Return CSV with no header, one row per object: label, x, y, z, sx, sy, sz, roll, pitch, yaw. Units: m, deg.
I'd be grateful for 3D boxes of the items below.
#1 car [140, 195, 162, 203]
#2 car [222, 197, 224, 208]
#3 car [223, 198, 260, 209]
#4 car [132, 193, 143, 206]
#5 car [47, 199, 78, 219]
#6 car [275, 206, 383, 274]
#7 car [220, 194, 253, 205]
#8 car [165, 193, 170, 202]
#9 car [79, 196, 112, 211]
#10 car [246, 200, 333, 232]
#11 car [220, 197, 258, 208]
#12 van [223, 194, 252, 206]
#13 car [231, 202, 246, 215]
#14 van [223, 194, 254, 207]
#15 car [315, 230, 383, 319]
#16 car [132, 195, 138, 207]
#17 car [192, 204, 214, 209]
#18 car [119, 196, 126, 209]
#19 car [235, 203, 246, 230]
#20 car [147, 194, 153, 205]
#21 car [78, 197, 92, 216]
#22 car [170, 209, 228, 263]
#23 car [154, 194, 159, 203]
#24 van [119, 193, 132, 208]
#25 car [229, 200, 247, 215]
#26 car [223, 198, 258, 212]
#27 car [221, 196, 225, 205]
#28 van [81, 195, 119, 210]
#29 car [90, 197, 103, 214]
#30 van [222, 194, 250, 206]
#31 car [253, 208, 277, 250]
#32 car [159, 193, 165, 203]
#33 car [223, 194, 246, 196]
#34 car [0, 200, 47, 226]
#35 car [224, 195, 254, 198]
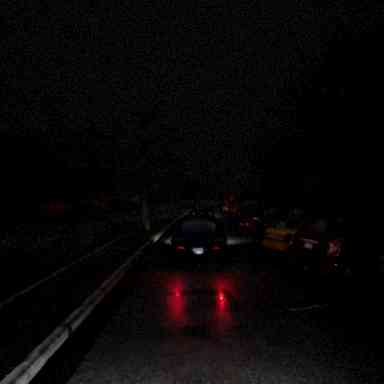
car,-9.095,1.534,73.631,4.553,1.767,2.185,-1,0,-15
car,6.155,1.564,35.571,4.892,1.521,2.231,1,0,-16
car,7.079,1.619,47.441,4.792,1.488,2.163,1,0,-16
car,-10.818,1.359,52.642,5.566,2.045,2.435,-1,0,-16
car,-12.528,1.423,28.613,4.553,1.767,2.185,-1,0,-17
car,4.901,1.381,8.926,4.553,1.767,2.185,1,0,-19
car,8.239,1.371,62.278,5.566,2.045,2.435,1,0,-16
car,-8.635,1.675,79.632,5.008,1.535,2.097,-1,0,-15
car,-12.124,1.573,37.589,5.366,1.575,1.946,-1,0,-16
car,5.115,1.394,14.860,4.553,1.767,2.185,1,0,-18
car,7.104,1.590,50.345,5.366,1.575,1.946,1,0,-16
van,7.637,1.381,56.299,4.442,1.987,1.878,1,0,-15
car,5.277,1.561,20.759,4.792,1.488,2.163,1,0,-17
van,7.407,1.375,53.329,4.442,1.987,1.878,1,0,-16
car,4.875,1.541,5.973,4.674,1.452,2.002,1,0,-19
car,-11.029,1.603,49.657,5.008,1.535,2.097,-1,0,-15
car,0.919,1.667,27.588,1.895,1.301,4.718,0,0,3
car,-11.522,1.618,43.644,4.792,1.488,2.163,-1,0,-16
car,5.179,1.525,17.815,5.008,1.535,2.097,1,0,-18
car,-10.346,1.373,58.632,5.566,2.045,2.435,-1,0,-16
car,-12.350,1.559,31.627,4.892,1.521,2.231,-1,0,-16
car,0.271,1.555,12.054,1.812,1.442,4.674,0,0,2
car,-9.822,1.387,64.650,5.566,2.045,2.435,-1,-1,-15
van,-11.154,1.368,46.694,4.442,1.987,1.878,-1,-1,-16
car,5.476,1.568,23.746,4.792,1.488,2.163,1,0,-17
car,5.764,1.550,29.651,5.008,1.535,2.097,1,0,-16
car,6.196,1.564,38.478,5.366,1.575,1.946,1,0,-16
van,-11.616,1.354,40.687,4.442,1.987,1.878,-1,0,-16
car,-12.171,1.566,34.641,5.008,1.535,2.097,-1,-1,-16
van,7.867,1.388,59.267,4.442,1.987,1.878,1,0,-15
car,5.172,1.512,11.956,5.366,1.575,1.946,1,0,-18
car,-9.346,1.401,70.646,5.566,2.045,2.435,-1,0,-15
car,6.622,1.325,41.508,5.566,2.045,2.435,1,0,-16
car,-12.874,1.532,22.576,5.008,1.535,2.097,-1,0,-17
car,5.932,1.431,32.602,4.553,1.767,2.185,1,0,-16
